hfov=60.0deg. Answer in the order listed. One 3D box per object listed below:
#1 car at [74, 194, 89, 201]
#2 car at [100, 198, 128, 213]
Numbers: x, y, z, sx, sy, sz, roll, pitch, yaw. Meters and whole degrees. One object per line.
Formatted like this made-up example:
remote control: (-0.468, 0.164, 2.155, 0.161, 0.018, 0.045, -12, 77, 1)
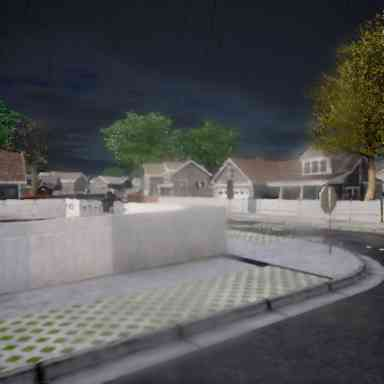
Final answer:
car: (-16.203, 1.023, 48.807, 1.837, 1.490, 4.892, 0, 0, -25)
car: (-8.232, 1.386, 35.198, 1.837, 1.490, 4.892, 0, 0, -34)
